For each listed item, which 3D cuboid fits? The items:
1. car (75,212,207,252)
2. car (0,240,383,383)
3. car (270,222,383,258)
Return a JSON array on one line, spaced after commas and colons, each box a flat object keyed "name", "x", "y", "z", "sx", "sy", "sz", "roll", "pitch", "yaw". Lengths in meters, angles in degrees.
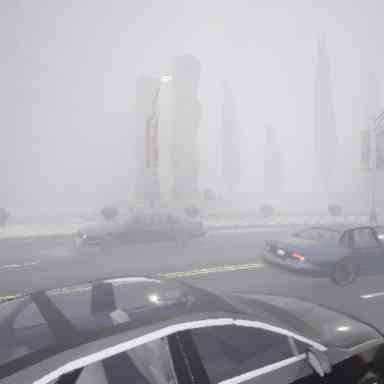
[{"name": "car", "x": -2.023, "y": 1.544, "z": 14.006, "sx": 5.357, "sy": 1.411, "sz": 2.033, "roll": 0, "pitch": 0, "yaw": -27}, {"name": "car", "x": -0.250, "y": 1.488, "z": 2.653, "sx": 4.902, "sy": 1.511, "sz": 2.128, "roll": 0, "pitch": 0, "yaw": -35}, {"name": "car", "x": 4.547, "y": 1.546, "z": 9.153, "sx": 5.357, "sy": 1.411, "sz": 2.033, "roll": 0, "pitch": 0, "yaw": -21}]
